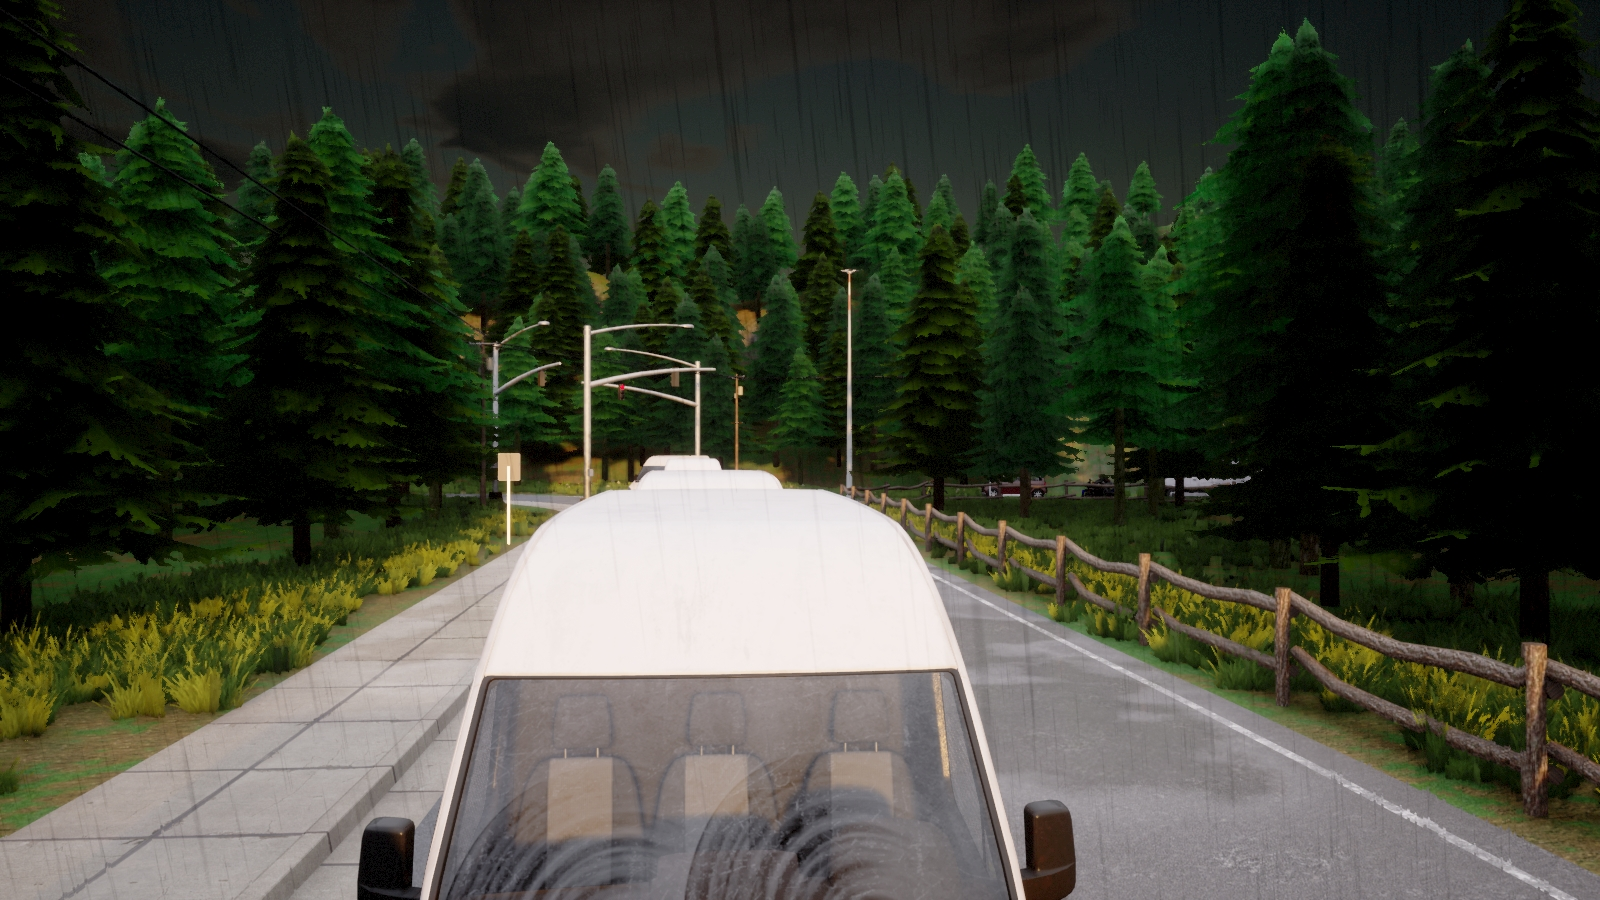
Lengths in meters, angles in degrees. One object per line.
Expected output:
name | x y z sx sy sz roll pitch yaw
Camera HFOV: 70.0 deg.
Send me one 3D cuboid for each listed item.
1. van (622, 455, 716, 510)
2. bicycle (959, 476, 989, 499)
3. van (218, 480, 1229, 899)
van | -6.330 1.515 56.003 1.988 2.561 5.915 0 0 22
bicycle | 9.928 2.158 65.242 1.487 1.276 0.859 0 0 -6
van | -0.355 1.499 5.199 1.988 2.561 5.915 0 0 -5
